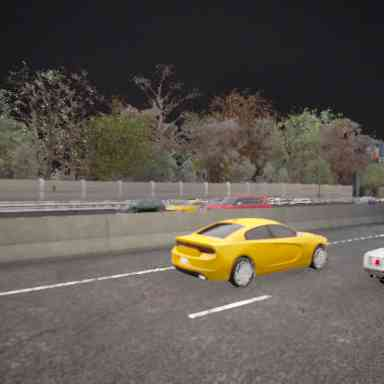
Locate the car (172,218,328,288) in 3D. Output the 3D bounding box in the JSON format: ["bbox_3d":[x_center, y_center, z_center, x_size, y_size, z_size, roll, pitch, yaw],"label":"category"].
[{"bbox_3d":[1.822,1.484,9.346,5.008,1.535,1.882,0,0,-36],"label":"car"}]

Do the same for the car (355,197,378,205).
[{"bbox_3d":[28.698,1.605,54.483,4.674,1.442,1.812,0,0,-35],"label":"car"}]

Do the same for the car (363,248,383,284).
[{"bbox_3d":[6.340,1.610,8.267,4.718,1.301,1.895,0,0,-36],"label":"car"}]

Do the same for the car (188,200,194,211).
[{"bbox_3d":[2.334,1.371,27.153,4.553,1.767,2.097,0,0,-35],"label":"car"}]

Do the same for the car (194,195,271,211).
[{"bbox_3d":[3.183,1.238,23.459,5.566,2.045,2.150,0,0,-35],"label":"car"}]

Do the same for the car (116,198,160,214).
[{"bbox_3d":[-4.652,1.366,30.764,4.553,1.767,2.097,0,0,-36],"label":"car"}]

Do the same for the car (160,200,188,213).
[{"bbox_3d":[-0.008,1.496,29.783,5.008,1.535,1.882,0,0,-35],"label":"car"}]
